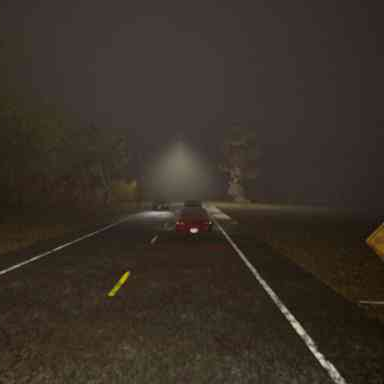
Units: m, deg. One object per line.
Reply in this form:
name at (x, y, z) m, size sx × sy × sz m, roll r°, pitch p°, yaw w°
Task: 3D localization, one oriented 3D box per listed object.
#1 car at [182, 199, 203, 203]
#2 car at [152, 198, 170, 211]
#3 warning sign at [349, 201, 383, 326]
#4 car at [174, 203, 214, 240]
car at (0.074, 1.411, 32.633) m, size 1.882 × 1.535 × 5.008 m, roll 0°, pitch 0°, yaw 0°
car at (-3.618, 1.413, 39.337) m, size 2.128 × 1.511 × 4.902 m, roll 0°, pitch 0°, yaw 0°
warning sign at (3.550, 1.103, 5.588) m, size 1.300 × 1.860 × 1.060 m, roll 0°, pitch 0°, yaw 0°
car at (0.084, 1.490, 16.733) m, size 1.812 × 1.442 × 4.674 m, roll 0°, pitch 0°, yaw 0°
